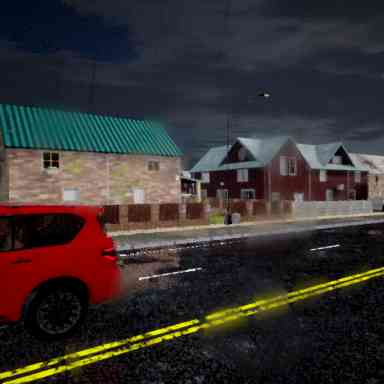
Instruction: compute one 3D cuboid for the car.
[{"bbox_3d":[-3.839,1.221,4.932,5.566,2.045,2.150,0,0,-36],"label":"car"}]
